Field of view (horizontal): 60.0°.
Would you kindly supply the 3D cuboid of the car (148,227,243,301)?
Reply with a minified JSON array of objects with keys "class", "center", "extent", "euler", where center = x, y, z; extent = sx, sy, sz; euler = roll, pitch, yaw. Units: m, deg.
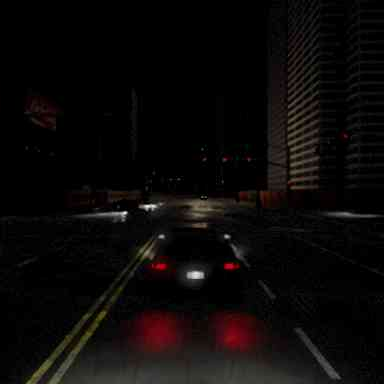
[{"class":"car","center":[0.062,1.566,8.385],"extent":[1.994,1.385,4.181],"euler":[0,0,0]}]

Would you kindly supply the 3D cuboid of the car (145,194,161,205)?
[{"class":"car","center":[-7.280,1.507,59.395],"extent":[2.128,1.511,4.902],"euler":[0,0,0]}]

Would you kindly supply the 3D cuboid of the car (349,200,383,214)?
[{"class":"car","center":[19.570,1.554,35.202],"extent":[5.357,1.411,2.033],"euler":[0,0,-1]}]

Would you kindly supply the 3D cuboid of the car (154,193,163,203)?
[{"class":"car","center":[-7.295,1.244,70.488],"extent":[2.150,2.045,5.566],"euler":[0,0,0]}]

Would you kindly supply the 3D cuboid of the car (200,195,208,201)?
[{"class":"car","center":[3.130,1.547,88.228],"extent":[2.128,1.511,4.902],"euler":[0,0,0]}]

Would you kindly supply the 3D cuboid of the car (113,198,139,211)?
[{"class":"car","center":[-8.017,1.503,40.763],"extent":[2.128,1.511,4.902],"euler":[0,0,11]}]
